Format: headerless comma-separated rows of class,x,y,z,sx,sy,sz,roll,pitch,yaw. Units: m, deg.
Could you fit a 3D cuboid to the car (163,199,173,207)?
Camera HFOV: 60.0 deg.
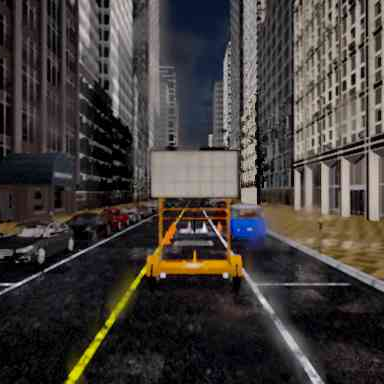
car,-5.388,2.418,74.547,1.967,1.590,4.097,-1,-1,0

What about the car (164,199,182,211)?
car,-2.817,1.905,51.992,2.150,2.045,5.566,0,-1,1

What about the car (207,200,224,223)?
car,2.803,1.690,29.050,2.192,1.841,5.009,-1,-1,0

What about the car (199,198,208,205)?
car,3.038,2.426,85.882,2.192,1.841,5.009,-1,-1,0

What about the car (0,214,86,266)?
car,-5.645,1.718,12.032,2.008,1.369,4.403,-1,-1,0

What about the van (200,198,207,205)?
van,3.062,2.525,91.564,1.690,1.788,3.998,-1,-1,0

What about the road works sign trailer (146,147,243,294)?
road works sign trailer,0.069,0.584,9.081,2.380,3.560,2.880,0,-1,1

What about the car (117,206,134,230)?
car,-5.598,1.860,23.398,1.887,1.381,4.507,-1,-1,0

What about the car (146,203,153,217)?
car,-5.551,2.045,34.764,1.802,1.307,4.206,-1,-1,0

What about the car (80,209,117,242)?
car,-5.621,1.807,17.715,1.947,1.339,4.313,-1,-1,0

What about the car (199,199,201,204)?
car,3.014,2.353,80.198,2.192,1.841,5.009,-1,-1,0

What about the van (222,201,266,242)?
van,2.757,1.569,17.683,1.690,1.788,3.998,-1,-1,0

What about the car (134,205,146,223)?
car,-5.575,1.940,29.081,2.008,1.369,4.403,-1,-1,0

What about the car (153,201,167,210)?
car,-5.457,2.309,57.496,2.008,1.369,4.403,-1,-1,0

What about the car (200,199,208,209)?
car,2.923,2.295,57.462,2.008,1.369,4.403,-1,-1,0

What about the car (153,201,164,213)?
car,-5.504,2.162,46.130,2.008,1.369,4.403,-1,-1,0

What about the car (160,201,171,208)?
car,-5.410,2.487,68.862,1.802,1.307,4.206,-1,-1,0
